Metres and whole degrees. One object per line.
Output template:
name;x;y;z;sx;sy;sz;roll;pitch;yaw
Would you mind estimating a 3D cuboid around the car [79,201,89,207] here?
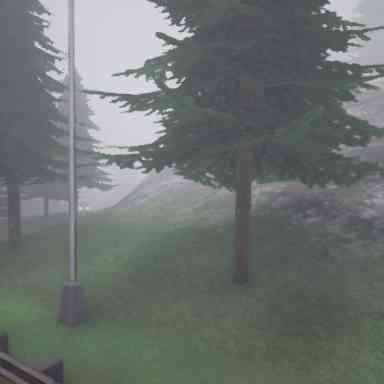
car;-21.225;2.359;65.195;1.895;1.301;4.718;0;0;-19
